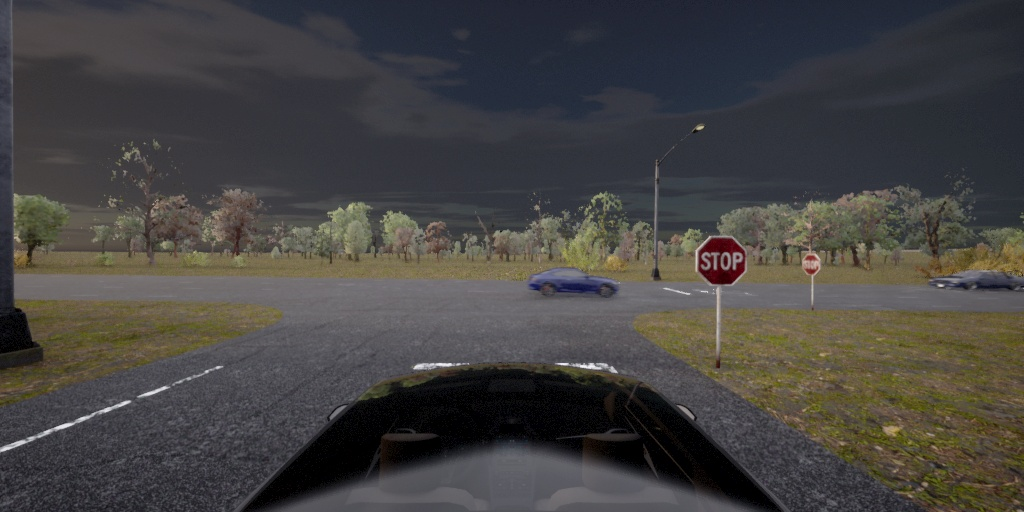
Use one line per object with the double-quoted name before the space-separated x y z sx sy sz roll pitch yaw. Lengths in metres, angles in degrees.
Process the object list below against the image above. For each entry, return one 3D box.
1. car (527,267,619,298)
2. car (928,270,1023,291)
"car" 3.090 1.322 18.449 4.674 1.442 1.812 1 0 0
"car" 32.879 1.703 25.247 5.357 1.411 2.033 0 1 0
